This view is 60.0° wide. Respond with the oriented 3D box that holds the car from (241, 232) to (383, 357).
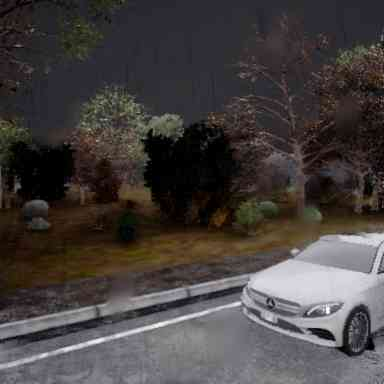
[{"bbox_3d":[3.001,1.523,6.141,4.674,1.442,1.812,0,0,-36],"label":"car"}]
